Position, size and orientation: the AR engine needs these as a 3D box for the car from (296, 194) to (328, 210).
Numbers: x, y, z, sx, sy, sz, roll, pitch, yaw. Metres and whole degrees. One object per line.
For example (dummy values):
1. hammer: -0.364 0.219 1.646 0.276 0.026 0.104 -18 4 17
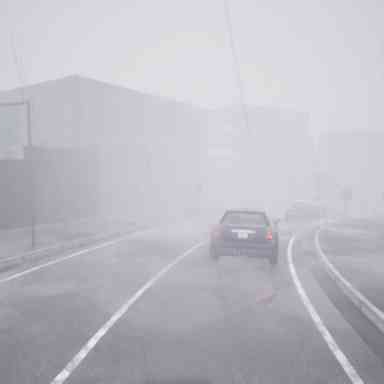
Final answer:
1. car: 13.344 1.237 37.588 5.566 2.045 2.150 2 2 -42

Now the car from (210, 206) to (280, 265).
1. car: 2.034 1.321 11.976 2.097 1.767 4.553 2 0 14

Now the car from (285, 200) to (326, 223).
1. car: 9.105 1.626 27.078 1.994 1.385 4.181 4 1 34
